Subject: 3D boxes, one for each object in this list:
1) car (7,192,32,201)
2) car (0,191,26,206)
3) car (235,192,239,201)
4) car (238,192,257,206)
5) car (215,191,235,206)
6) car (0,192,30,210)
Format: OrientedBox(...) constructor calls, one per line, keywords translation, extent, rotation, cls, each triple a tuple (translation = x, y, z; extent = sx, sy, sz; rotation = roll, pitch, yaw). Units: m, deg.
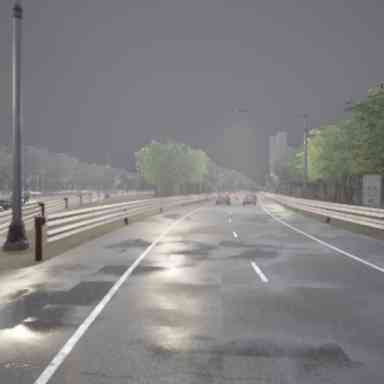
OrientedBox(translation=(-28.607, 0.750, 55.331), extent=(2.033, 1.411, 5.357), rotation=(0, 1, -9), cls="car")
OrientedBox(translation=(-22.681, 0.742, 41.830), extent=(2.097, 1.767, 4.553), rotation=(0, 1, -11), cls="car")
OrientedBox(translation=(8.076, 0.730, 65.507), extent=(2.097, 1.767, 4.553), rotation=(0, 1, 11), cls="car")
OrientedBox(translation=(7.842, 1.112, 45.556), extent=(2.033, 1.411, 5.357), rotation=(0, 1, 11), cls="car")
OrientedBox(translation=(4.331, 1.036, 45.798), extent=(2.128, 1.511, 4.902), rotation=(0, 1, 11), cls="car")
OrientedBox(translation=(-17.069, 1.057, 31.173), extent=(1.837, 1.490, 4.892), rotation=(0, 1, -12), cls="car")
